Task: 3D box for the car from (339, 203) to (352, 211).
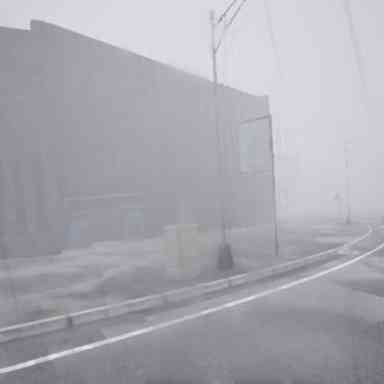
[{"bbox_3d":[31.346,3.043,68.012,2.097,1.767,4.553,-2,-2,33],"label":"car"}]
